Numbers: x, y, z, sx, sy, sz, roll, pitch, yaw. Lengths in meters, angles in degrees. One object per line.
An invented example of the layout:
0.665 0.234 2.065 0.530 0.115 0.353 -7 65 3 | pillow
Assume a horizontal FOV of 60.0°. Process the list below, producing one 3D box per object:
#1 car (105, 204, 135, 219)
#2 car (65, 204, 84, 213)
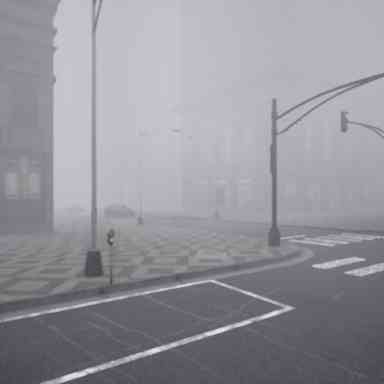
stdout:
-7.971 2.107 36.546 1.882 1.535 5.008 0 -1 -35 | car
-18.011 2.498 50.895 1.994 1.385 4.181 0 -1 -35 | car
